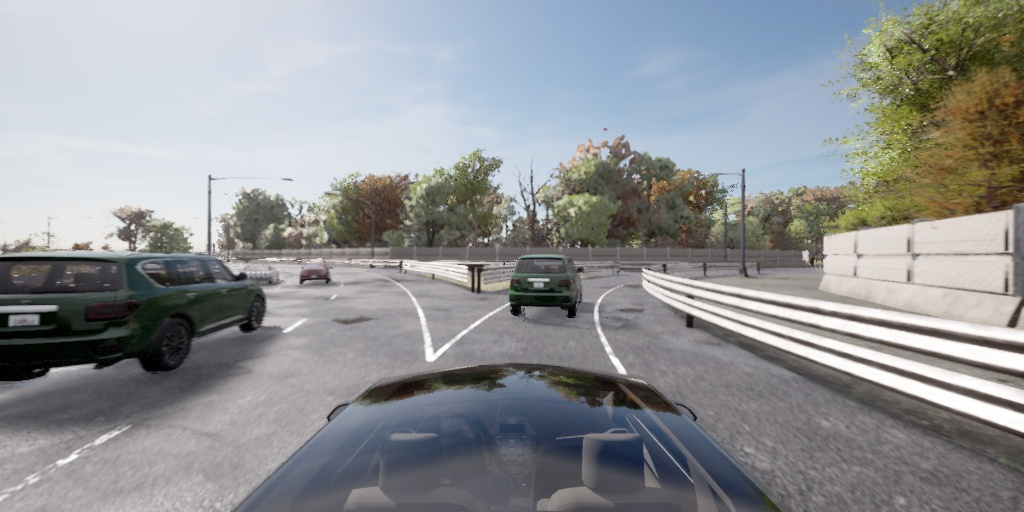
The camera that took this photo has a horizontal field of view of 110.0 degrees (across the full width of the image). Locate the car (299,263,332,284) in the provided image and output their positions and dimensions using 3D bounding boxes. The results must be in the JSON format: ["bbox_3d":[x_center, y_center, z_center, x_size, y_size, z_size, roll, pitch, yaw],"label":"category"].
[{"bbox_3d":[-14.129,1.201,25.905,1.812,1.442,4.674,0,0,-25],"label":"car"}]

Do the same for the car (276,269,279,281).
[{"bbox_3d":[-17.717,1.262,25.269,1.895,1.301,4.718,0,0,-26],"label":"car"}]

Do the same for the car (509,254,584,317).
[{"bbox_3d":[1.431,0.969,13.412,2.150,2.045,5.566,0,0,14],"label":"car"}]

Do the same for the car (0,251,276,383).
[{"bbox_3d":[-7.184,0.939,7.361,2.150,2.045,5.566,0,0,-15],"label":"car"}]

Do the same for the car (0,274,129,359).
[{"bbox_3d":[-10.855,1.227,7.430,1.812,1.442,4.674,0,0,-15],"label":"car"}]
